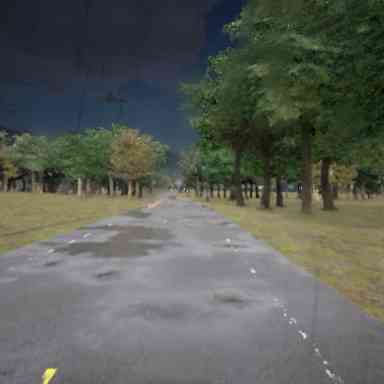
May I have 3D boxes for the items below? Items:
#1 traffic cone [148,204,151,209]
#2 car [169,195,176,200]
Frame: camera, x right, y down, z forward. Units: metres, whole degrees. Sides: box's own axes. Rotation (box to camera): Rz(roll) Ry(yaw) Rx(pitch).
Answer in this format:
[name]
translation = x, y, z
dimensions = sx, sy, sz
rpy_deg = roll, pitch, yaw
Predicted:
[traffic cone]
translation = -5.635, 1.893, 44.128
dimensions = 0.340, 0.580, 0.340
rpy_deg = 0, 0, -2
[car]
translation = -5.385, 1.496, 90.934
dimensions = 1.994, 1.385, 4.181
rpy_deg = 0, 0, -4
